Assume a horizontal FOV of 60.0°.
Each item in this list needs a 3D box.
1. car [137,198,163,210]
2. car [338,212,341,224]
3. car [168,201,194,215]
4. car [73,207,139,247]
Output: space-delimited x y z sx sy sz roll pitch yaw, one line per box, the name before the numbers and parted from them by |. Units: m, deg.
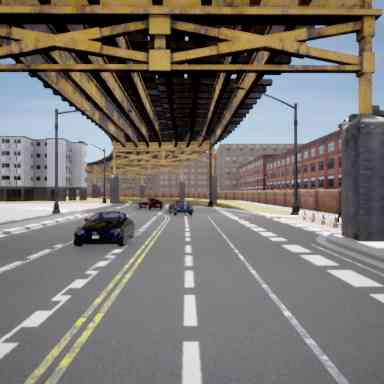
car | -5.572 1.514 43.654 1.882 1.535 5.008 0 0 -32
car | 12.074 1.312 21.236 4.536 1.218 1.853 0 0 29
car | -1.198 1.576 33.925 2.033 1.411 5.357 0 0 -13
car | -3.783 1.577 14.923 1.994 1.385 4.181 0 0 -1
